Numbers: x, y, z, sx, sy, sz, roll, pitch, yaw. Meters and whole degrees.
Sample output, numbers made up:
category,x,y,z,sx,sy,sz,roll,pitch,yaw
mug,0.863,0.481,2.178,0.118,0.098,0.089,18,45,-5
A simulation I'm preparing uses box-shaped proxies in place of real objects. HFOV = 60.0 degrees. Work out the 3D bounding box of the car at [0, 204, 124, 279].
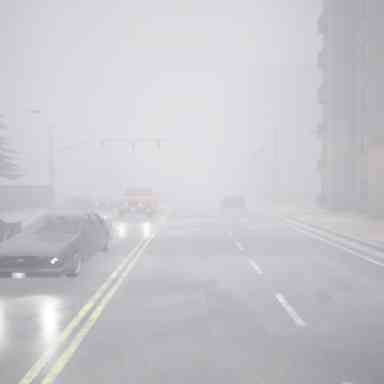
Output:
category,x,y,z,sx,sy,sz,roll,pitch,yaw
car,-3.636,1.295,9.612,2.033,1.411,5.357,0,2,0

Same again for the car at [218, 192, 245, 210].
category,x,y,z,sx,sy,sz,roll,pitch,yaw
car,3.357,0.711,28.790,1.882,1.535,5.008,0,2,0

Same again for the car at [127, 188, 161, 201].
category,x,y,z,sx,sy,sz,roll,pitch,yaw
car,-6.615,0.295,45.049,5.008,1.535,1.882,1,1,44

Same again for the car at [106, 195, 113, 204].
category,x,y,z,sx,sy,sz,roll,pitch,yaw
car,-7.135,0.954,27.287,1.895,1.301,4.718,0,2,0

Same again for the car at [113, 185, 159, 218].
category,x,y,z,sx,sy,sz,roll,pitch,yaw
car,-3.671,0.601,23.301,2.150,2.045,5.566,0,2,0

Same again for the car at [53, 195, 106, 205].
category,x,y,z,sx,sy,sz,roll,pitch,yaw
car,-7.169,0.959,20.408,2.128,1.511,4.902,0,1,0
